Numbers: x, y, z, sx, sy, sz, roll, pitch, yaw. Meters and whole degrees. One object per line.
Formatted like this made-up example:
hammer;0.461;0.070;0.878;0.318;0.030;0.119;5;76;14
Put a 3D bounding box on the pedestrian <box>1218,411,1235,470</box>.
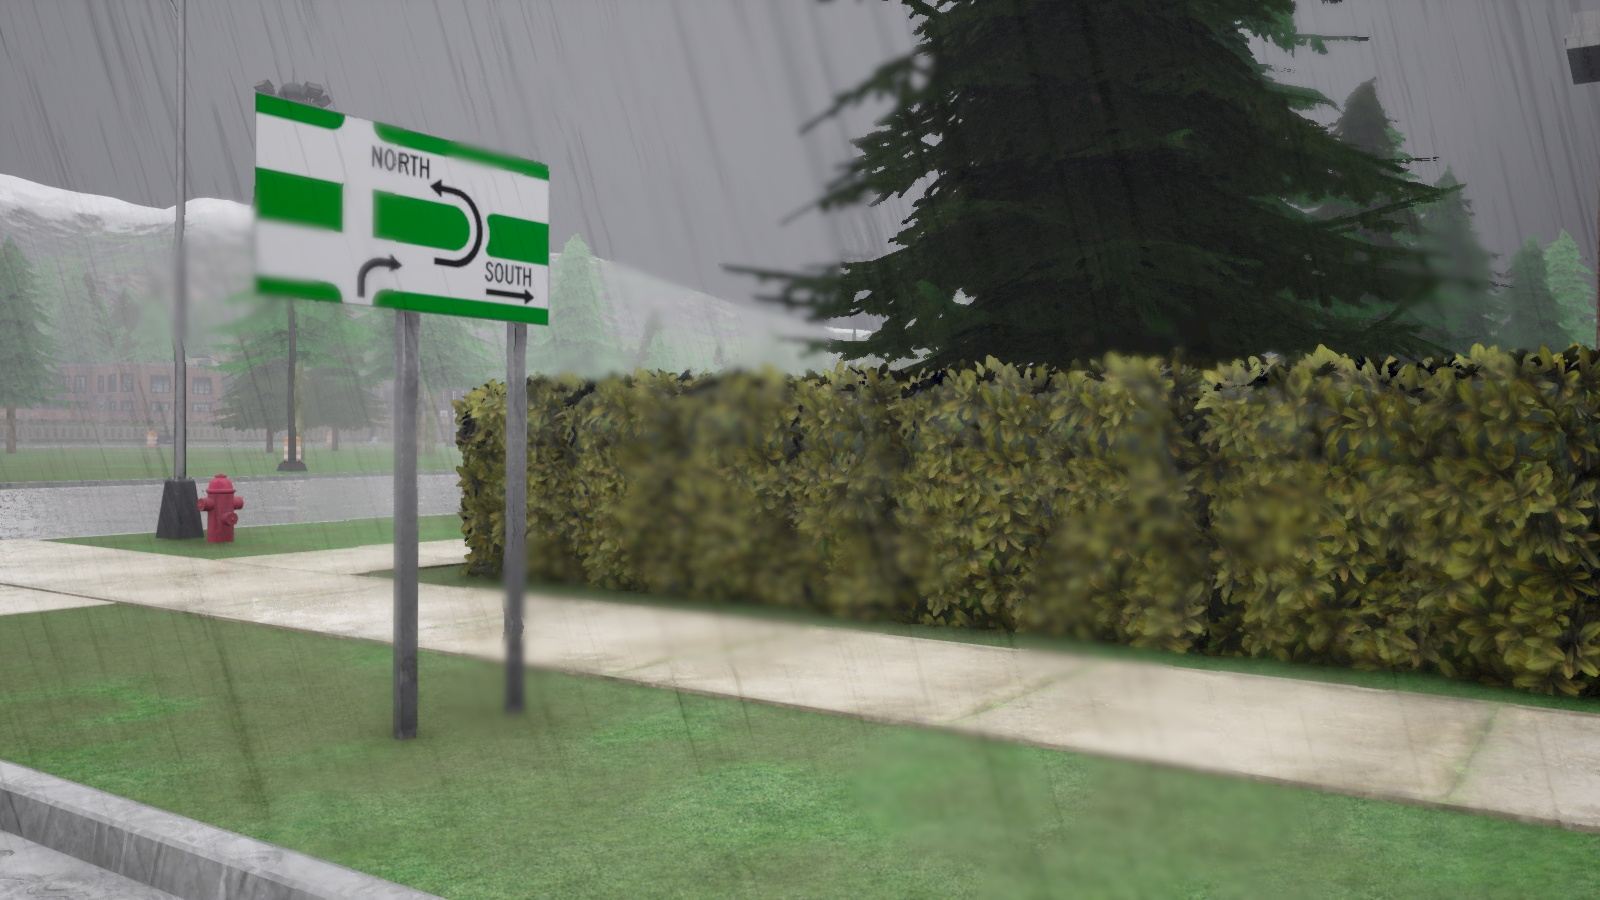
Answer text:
pedestrian;13.309;-0.295;39.159;0.345;1.836;0.594;0;1;34
